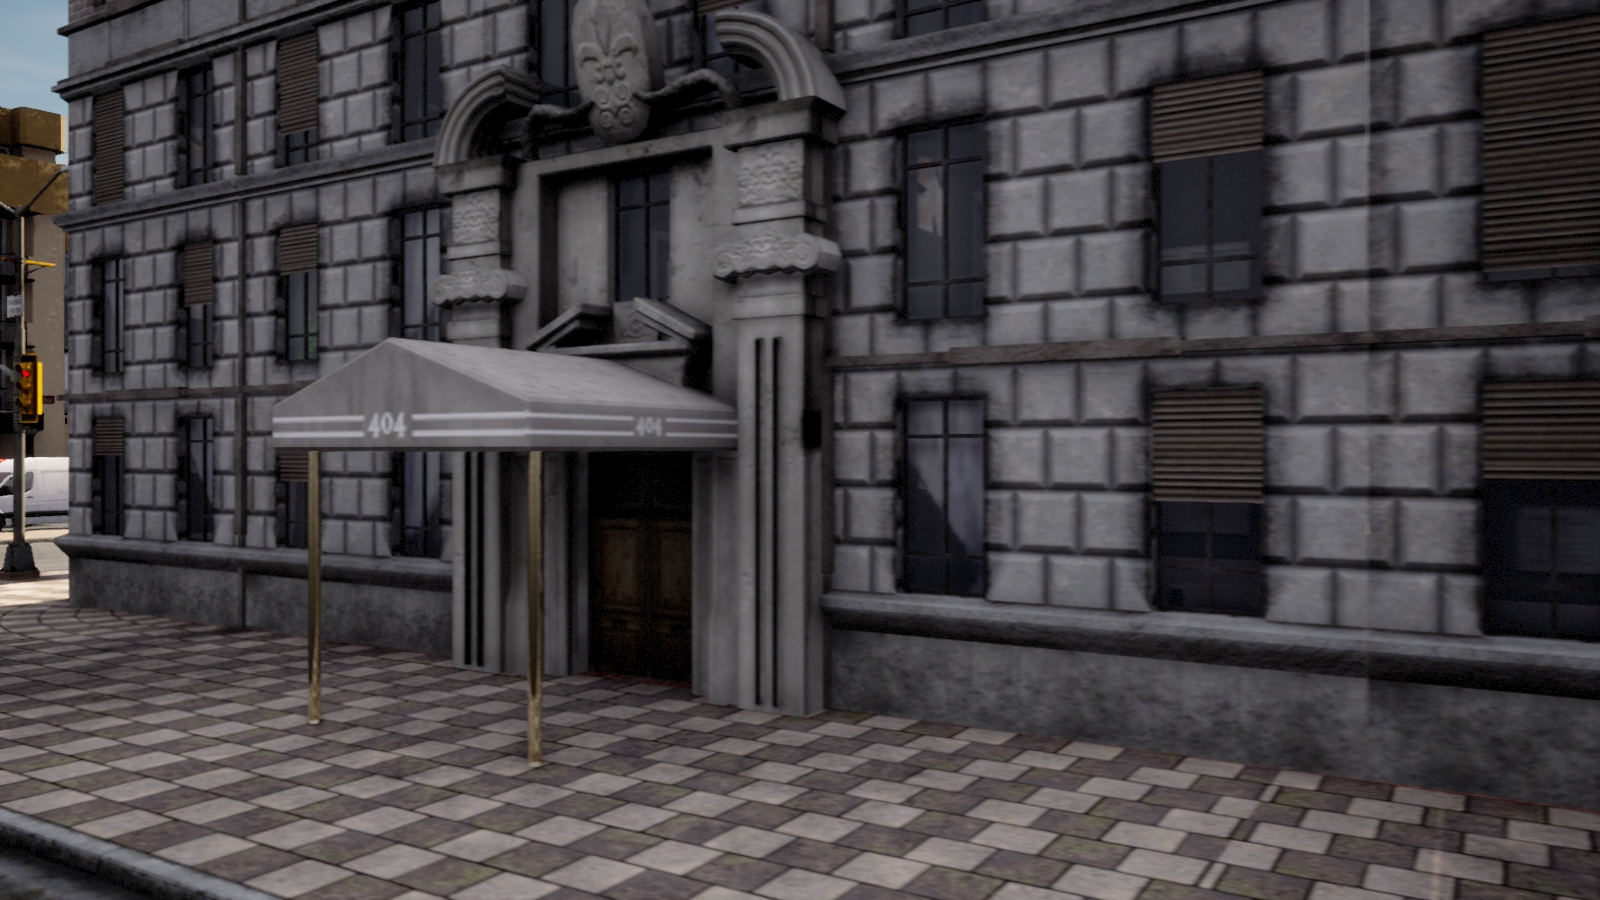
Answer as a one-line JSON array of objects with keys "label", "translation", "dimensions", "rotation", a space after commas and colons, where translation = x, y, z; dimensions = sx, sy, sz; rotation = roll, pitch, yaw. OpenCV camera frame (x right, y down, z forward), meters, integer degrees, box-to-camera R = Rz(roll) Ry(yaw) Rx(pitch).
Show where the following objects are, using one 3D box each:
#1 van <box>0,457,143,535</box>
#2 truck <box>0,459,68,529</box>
[{"label": "van", "translation": [-26.448, 1.534, 39.857], "dimensions": [1.988, 2.561, 5.915], "rotation": [0, 0, 31]}, {"label": "truck", "translation": [-29.794, 1.568, 41.107], "dimensions": [2.627, 2.467, 5.204], "rotation": [0, 0, 31]}]
